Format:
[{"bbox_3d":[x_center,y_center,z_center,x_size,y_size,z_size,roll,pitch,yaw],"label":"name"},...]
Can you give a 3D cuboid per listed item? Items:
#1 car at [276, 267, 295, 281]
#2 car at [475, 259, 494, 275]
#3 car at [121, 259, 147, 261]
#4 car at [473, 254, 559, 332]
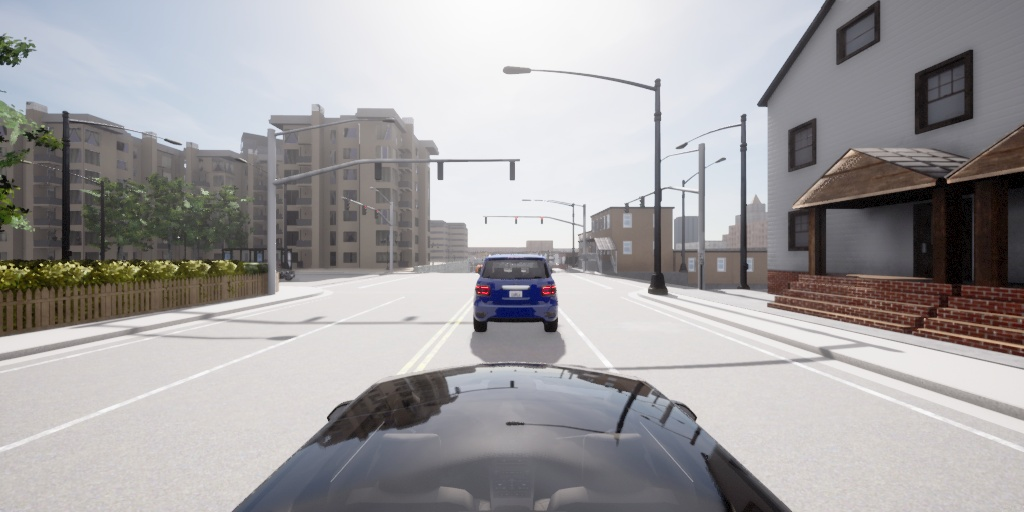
[{"bbox_3d":[-19.591,1.276,28.153,4.674,1.442,1.812,0,0,1],"label":"car"},{"bbox_3d":[-3.552,1.505,46.980,2.097,1.767,4.553,1,-5,0],"label":"car"},{"bbox_3d":[-29.421,1.102,28.299,4.553,1.767,2.097,0,0,1],"label":"car"},{"bbox_3d":[0.102,0.971,10.959,2.150,2.045,5.566,0,0,0],"label":"car"}]
